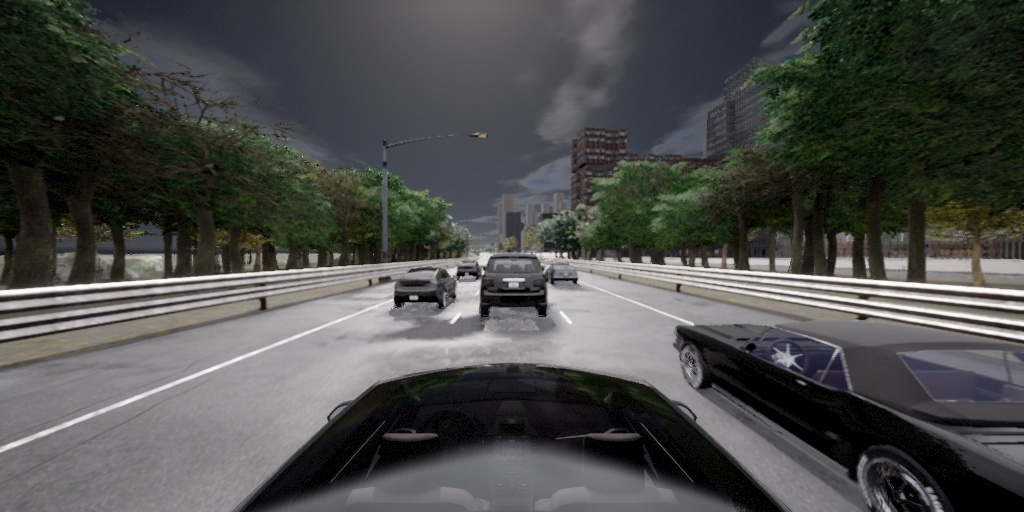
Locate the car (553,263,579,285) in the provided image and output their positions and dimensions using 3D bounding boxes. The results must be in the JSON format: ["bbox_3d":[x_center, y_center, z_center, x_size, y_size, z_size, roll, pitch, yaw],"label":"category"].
[{"bbox_3d":[3.446,1.228,25.614,2.033,1.411,5.357,0,0,-1],"label":"car"}]

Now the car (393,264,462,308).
[{"bbox_3d":[-3.459,1.216,14.995,1.837,1.490,4.892,0,0,0],"label":"car"}]

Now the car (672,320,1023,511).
[{"bbox_3d":[3.577,1.344,3.836,1.895,1.301,4.718,0,0,0],"label":"car"}]

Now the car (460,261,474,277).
[{"bbox_3d":[-3.626,1.172,30.949,1.837,1.490,4.892,0,0,-1],"label":"car"}]

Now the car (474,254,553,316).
[{"bbox_3d":[0.061,0.937,13.222,2.150,2.045,5.566,0,0,0],"label":"car"}]
